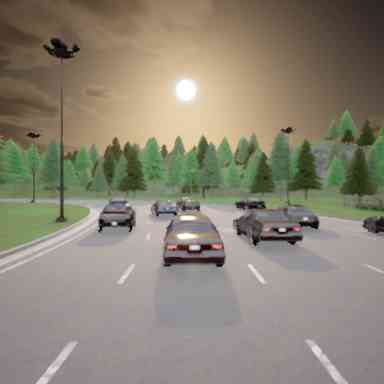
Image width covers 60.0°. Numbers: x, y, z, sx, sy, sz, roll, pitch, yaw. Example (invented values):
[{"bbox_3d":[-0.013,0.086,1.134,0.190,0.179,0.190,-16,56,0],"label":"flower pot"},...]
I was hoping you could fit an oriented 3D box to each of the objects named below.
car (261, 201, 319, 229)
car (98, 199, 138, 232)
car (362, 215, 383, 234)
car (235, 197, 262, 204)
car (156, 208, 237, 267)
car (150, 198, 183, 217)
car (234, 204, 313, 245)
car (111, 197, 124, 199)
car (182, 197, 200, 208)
[{"bbox_3d":[6.114,1.465,20.627,1.994,1.385,4.181,0,0,-7],"label":"car"},{"bbox_3d":[-4.287,1.398,19.476,2.128,1.511,4.902,0,0,-7],"label":"car"},{"bbox_3d":[10.215,1.473,15.441,2.033,1.411,5.357,0,0,-4],"label":"car"},{"bbox_3d":[6.324,1.301,36.867,1.882,1.535,5.008,0,0,-15],"label":"car"},{"bbox_3d":[-0.039,1.493,11.218,2.033,1.411,5.357,0,0,-2],"label":"car"},{"bbox_3d":[-2.591,1.404,29.912,2.033,1.411,5.357,0,0,-13],"label":"car"},{"bbox_3d":[3.231,1.475,15.113,2.033,1.411,5.357,0,0,-4],"label":"car"},{"bbox_3d":[-8.286,1.301,36.845,1.882,1.535,5.008,0,0,-18],"label":"car"},{"bbox_3d":[-0.543,1.322,35.483,2.128,1.511,4.902,0,0,-16],"label":"car"}]
